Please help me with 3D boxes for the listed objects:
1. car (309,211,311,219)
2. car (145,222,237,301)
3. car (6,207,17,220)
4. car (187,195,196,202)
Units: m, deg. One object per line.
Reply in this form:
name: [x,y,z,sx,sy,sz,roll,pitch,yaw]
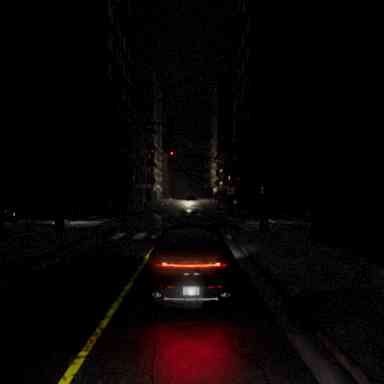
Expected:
car: [12.303,1.733,27.468,5.008,1.535,1.882,1,0,0]
car: [-0.015,1.509,8.317,1.837,1.490,4.892,0,0,0]
car: [-15.265,1.321,24.012,4.902,1.511,2.128,1,0,1]
car: [-0.161,1.524,82.368,2.097,1.767,4.553,0,0,0]
